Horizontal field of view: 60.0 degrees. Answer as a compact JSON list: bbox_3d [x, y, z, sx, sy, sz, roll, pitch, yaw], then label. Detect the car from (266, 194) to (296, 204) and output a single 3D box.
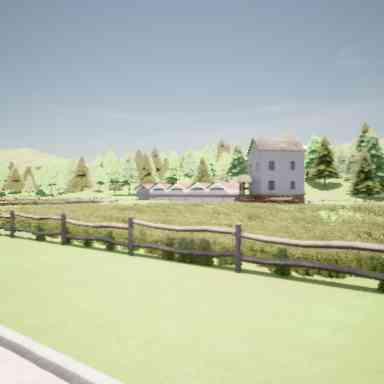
[{"bbox_3d":[14.846,1.239,55.479,4.605,1.855,1.932,0,0,35],"label":"car"}]
